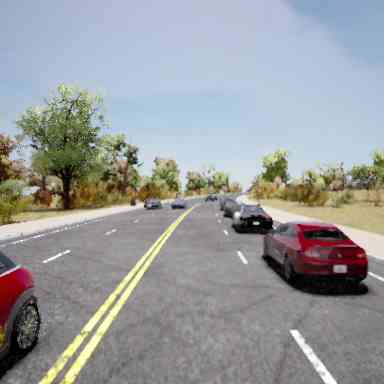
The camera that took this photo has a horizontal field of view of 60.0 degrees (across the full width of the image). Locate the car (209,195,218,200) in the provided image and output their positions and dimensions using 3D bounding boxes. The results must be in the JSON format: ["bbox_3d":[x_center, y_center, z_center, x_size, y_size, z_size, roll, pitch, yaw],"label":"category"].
[{"bbox_3d":[5.733,1.466,88.876,1.994,1.385,4.181,0,0,7],"label":"car"}]

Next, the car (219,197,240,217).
[{"bbox_3d":[4.012,1.529,31.541,2.128,1.511,4.902,0,0,3],"label":"car"}]

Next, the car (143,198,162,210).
[{"bbox_3d":[-5.132,1.535,44.033,2.128,1.511,4.902,0,0,4],"label":"car"}]

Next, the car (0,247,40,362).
[{"bbox_3d":[-3.314,1.357,3.018,2.097,1.767,4.553,0,0,0],"label":"car"}]

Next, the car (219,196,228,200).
[{"bbox_3d":[4.606,1.543,42.451,1.837,1.490,4.892,0,0,4],"label":"car"}]

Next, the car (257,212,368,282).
[{"bbox_3d":[3.332,1.545,9.700,1.812,1.442,4.674,0,0,1],"label":"car"}]

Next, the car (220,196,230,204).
[{"bbox_3d":[6.299,1.519,64.236,1.837,1.490,4.892,0,0,5],"label":"car"}]

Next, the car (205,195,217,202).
[{"bbox_3d":[3.896,1.407,73.462,1.812,1.442,4.674,0,0,6],"label":"car"}]

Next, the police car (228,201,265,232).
[{"bbox_3d":[3.587,1.537,20.623,2.038,1.542,4.974,0,0,2],"label":"police car"}]

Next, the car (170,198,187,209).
[{"bbox_3d":[-1.755,1.589,45.832,2.033,1.411,5.357,0,0,4],"label":"car"}]
